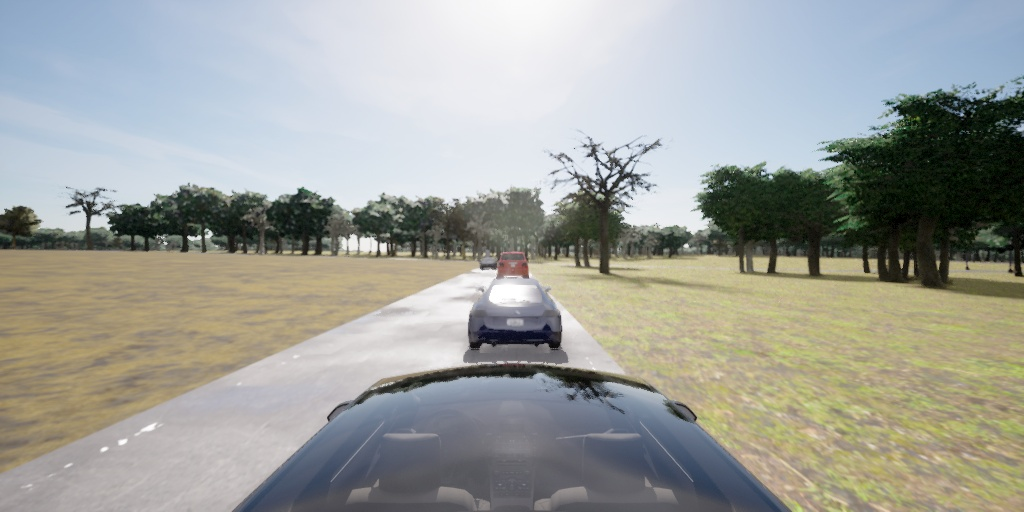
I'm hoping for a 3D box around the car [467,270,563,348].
[{"bbox_3d":[0.067,1.217,8.895,1.994,1.385,4.181,0,1,0],"label":"car"}]

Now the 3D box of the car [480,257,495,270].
[{"bbox_3d":[-2.852,0.896,43.793,1.882,1.535,5.008,0,0,0],"label":"car"}]

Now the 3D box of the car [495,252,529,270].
[{"bbox_3d":[0.075,0.728,26.948,2.150,2.045,5.566,0,0,0],"label":"car"}]
